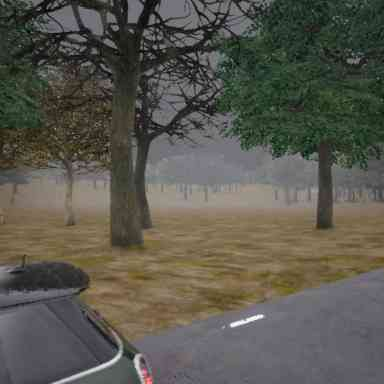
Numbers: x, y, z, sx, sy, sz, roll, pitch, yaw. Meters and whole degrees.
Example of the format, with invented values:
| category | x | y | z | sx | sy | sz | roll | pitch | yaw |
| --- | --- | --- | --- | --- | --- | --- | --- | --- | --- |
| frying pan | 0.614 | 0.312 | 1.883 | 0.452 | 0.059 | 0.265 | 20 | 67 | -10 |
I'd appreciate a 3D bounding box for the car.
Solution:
| category | x | y | z | sx | sy | sz | roll | pitch | yaw |
| --- | --- | --- | --- | --- | --- | --- | --- | --- | --- |
| car | -2.428 | 1.352 | 1.687 | 4.553 | 1.767 | 2.097 | 0 | 0 | -36 |
